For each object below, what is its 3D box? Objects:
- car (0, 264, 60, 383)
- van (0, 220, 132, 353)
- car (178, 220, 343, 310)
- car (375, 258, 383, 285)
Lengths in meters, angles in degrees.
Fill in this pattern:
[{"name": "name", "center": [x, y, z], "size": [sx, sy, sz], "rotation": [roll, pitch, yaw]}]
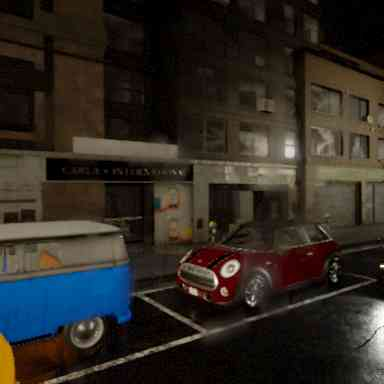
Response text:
[{"name": "car", "center": [-3.283, 1.484, 1.026], "size": [5.008, 1.535, 1.882], "rotation": [0, 0, -36]}, {"name": "van", "center": [-2.824, 1.343, 4.525], "size": [3.998, 1.788, 1.690], "rotation": [0, 0, -36]}, {"name": "car", "center": [1.647, 1.430, 7.722], "size": [4.097, 1.590, 1.967], "rotation": [0, 0, -36]}, {"name": "car", "center": [6.618, 1.529, 8.101], "size": [5.357, 1.411, 2.033], "rotation": [0, 0, -36]}]
